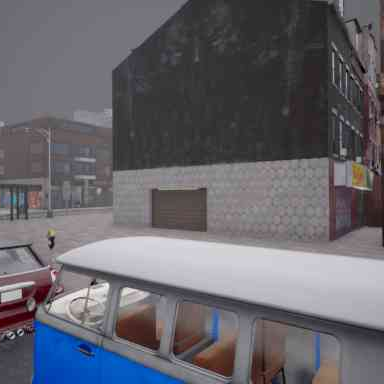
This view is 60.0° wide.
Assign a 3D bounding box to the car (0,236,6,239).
[{"bbox_3d":[-4.043,1.442,5.659,4.097,1.590,1.967,0,0,35],"label":"car"}]

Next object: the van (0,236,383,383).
[{"bbox_3d":[0.402,1.341,2.527,3.998,1.788,1.690,0,0,35],"label":"van"}]
